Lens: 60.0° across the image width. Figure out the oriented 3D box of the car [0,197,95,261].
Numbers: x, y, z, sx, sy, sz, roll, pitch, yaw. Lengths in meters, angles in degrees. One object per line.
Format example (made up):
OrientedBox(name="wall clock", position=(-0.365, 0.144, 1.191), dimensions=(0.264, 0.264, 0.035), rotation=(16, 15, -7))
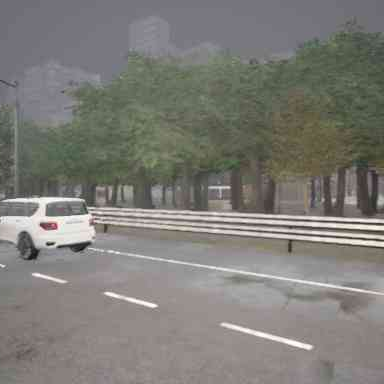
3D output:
OrientedBox(name="car", position=(-6.019, 1.221, 12.474), dimensions=(5.566, 2.045, 2.150), rotation=(0, 0, 36))
